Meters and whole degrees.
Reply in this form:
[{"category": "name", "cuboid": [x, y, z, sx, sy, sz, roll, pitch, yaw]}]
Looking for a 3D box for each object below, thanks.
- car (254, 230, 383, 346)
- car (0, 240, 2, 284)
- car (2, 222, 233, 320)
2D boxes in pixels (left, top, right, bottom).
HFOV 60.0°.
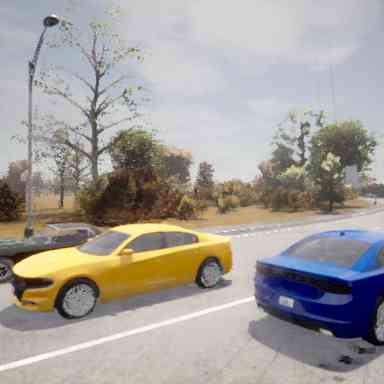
[{"category": "car", "cuboid": [3.355, 1.484, 6.483, 5.008, 1.535, 1.882, 0, 0, -38]}, {"category": "car", "cuboid": [-4.013, 1.623, 9.846, 4.718, 1.301, 1.895, 0, 0, -37]}, {"category": "car", "cuboid": [-1.272, 1.493, 7.575, 5.008, 1.535, 1.882, 0, 0, -37]}]
